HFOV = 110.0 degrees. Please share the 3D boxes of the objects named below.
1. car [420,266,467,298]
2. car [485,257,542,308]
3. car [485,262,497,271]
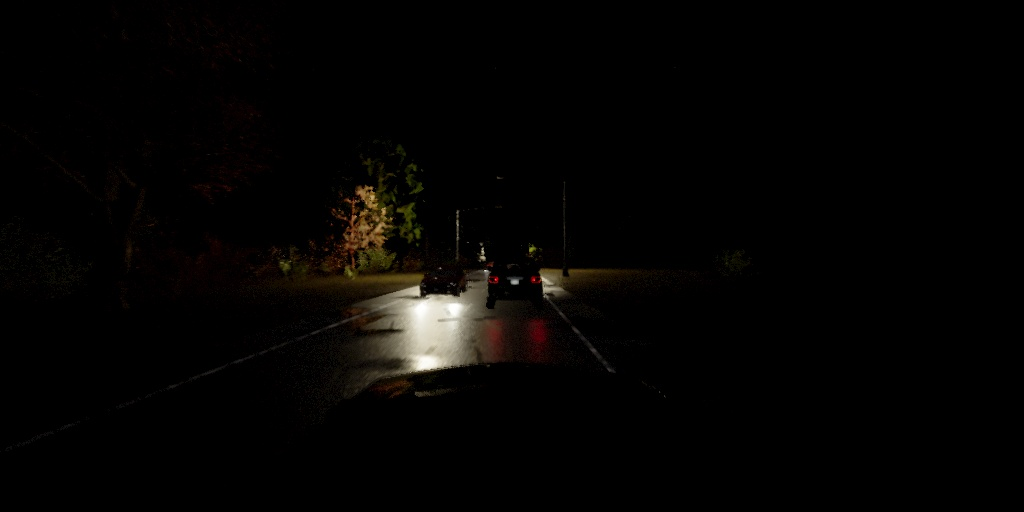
[{"bbox_3d":[-3.593,1.333,19.485,1.882,1.535,5.008,0,0,0],"label":"car"},{"bbox_3d":[0.104,1.053,15.798,2.150,2.045,5.566,0,0,0],"label":"car"},{"bbox_3d":[-3.512,1.743,61.402,1.812,1.442,4.674,0,-1,1],"label":"car"}]
